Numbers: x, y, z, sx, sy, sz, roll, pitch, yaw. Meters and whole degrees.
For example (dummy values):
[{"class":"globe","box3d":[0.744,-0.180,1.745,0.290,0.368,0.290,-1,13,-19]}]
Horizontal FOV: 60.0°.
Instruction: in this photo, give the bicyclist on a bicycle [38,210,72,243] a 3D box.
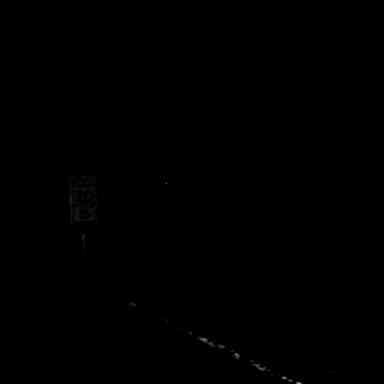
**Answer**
[{"class":"bicyclist on a bicycle","box3d":[-6.845,1.703,16.644,1.656,1.620,0.582,-2,0,-39]}]
